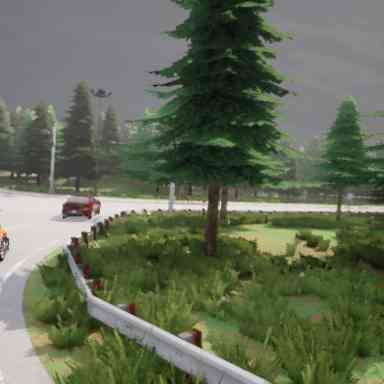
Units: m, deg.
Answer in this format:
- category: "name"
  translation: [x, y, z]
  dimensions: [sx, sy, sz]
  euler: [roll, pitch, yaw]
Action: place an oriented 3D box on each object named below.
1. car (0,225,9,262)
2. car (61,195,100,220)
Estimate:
- category: "car"
  translation: [-6.339, 1.251, 8.734]
  dimensions: [2.097, 1.767, 4.553]
  euler: [3, 0, -19]
- category: "car"
  translation: [-7.778, 0.945, 23.657]
  dimensions: [1.882, 1.535, 5.008]
  euler: [4, 3, -6]
